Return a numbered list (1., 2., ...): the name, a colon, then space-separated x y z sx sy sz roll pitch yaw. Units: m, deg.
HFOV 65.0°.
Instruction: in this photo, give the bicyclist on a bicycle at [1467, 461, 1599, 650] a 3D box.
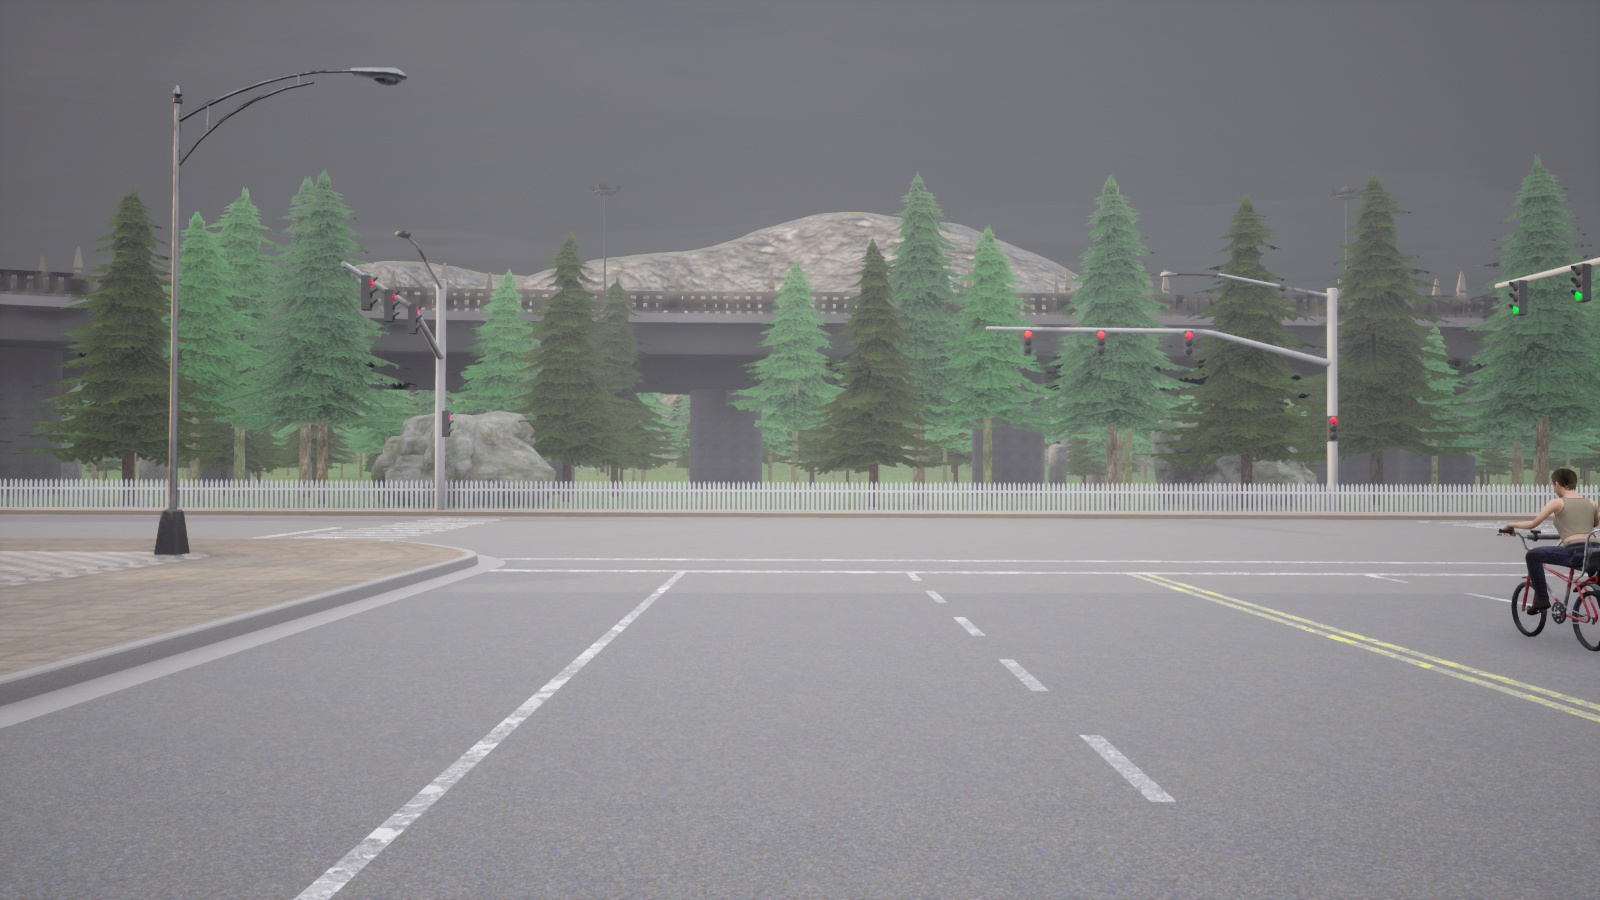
1. bicyclist on a bicycle: 6.975 0.916 11.527 0.866 1.612 1.509 0 -1 0
